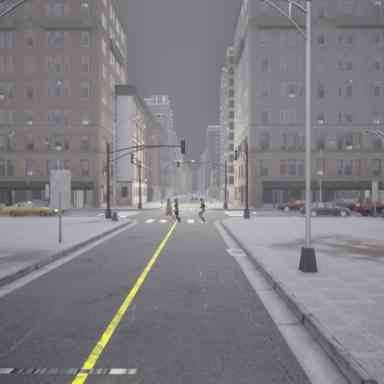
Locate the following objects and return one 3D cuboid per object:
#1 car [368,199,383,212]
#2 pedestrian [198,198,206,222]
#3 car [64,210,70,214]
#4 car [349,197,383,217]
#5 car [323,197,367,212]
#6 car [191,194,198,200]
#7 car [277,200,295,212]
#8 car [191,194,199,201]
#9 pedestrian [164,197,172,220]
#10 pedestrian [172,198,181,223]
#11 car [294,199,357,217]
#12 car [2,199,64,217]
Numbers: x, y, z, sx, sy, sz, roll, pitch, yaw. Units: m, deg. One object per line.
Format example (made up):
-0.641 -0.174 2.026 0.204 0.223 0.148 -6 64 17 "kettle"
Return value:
22.900 1.542 38.031 4.403 1.369 2.008 0 0 1 "car"
0.719 1.294 24.409 0.375 1.860 0.375 0 0 0 "pedestrian"
-14.570 1.512 32.878 4.892 1.490 1.837 0 0 0 "car"
17.418 1.342 30.054 5.009 1.841 2.192 0 0 1 "car"
17.490 1.430 38.079 4.097 1.590 1.967 0 0 1 "car"
0.738 1.396 90.518 1.812 1.442 4.674 0 0 0 "car"
12.082 1.533 38.128 4.507 1.381 1.887 0 0 1 "car"
0.657 1.547 80.514 1.812 1.442 4.674 0 0 0 "car"
-1.684 1.295 25.028 0.375 1.860 0.375 0 0 0 "pedestrian"
-1.079 1.294 23.824 0.375 1.860 0.375 0 0 0 "pedestrian"
12.009 1.577 30.104 4.403 1.369 2.008 0 0 1 "car"
-14.666 1.546 30.344 4.829 1.417 1.752 0 0 1 "car"
